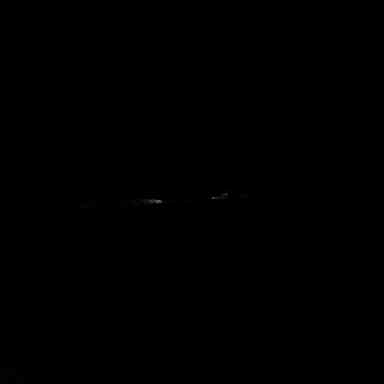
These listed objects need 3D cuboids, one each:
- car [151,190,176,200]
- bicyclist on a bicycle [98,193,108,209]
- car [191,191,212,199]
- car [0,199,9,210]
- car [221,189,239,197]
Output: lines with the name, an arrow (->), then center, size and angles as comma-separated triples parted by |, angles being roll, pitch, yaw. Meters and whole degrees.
car -> -4.581, 0.438, 53.615 | 1.837, 1.490, 4.892 | 1, 2, 35
bicyclist on a bicycle -> -9.132, 0.959, 34.093 | 1.656, 1.620, 0.582 | 0, 1, 35
car -> 1.653, 0.455, 56.144 | 1.994, 1.385, 4.181 | 2, 2, 36
car -> -19.974, 1.107, 31.935 | 1.994, 1.385, 4.181 | 2, 2, 36
car -> 7.385, 0.191, 64.308 | 2.128, 1.511, 4.902 | 1, 2, 35
